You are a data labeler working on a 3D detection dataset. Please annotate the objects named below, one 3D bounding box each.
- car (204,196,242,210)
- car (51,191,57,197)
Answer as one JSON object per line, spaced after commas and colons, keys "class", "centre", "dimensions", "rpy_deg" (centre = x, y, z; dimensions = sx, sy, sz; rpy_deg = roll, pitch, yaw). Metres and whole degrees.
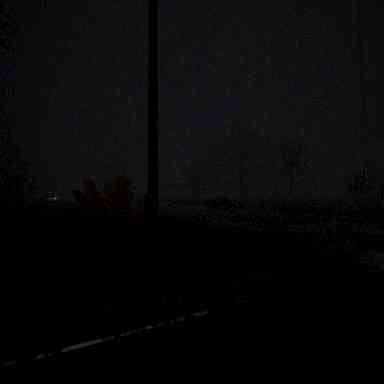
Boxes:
{"class": "car", "centre": [3.344, 1.143, 36.797], "dimensions": [1.882, 1.535, 5.008], "rpy_deg": [-1, 1, -35]}
{"class": "car", "centre": [-34.410, 0.551, 81.604], "dimensions": [1.812, 1.442, 4.674], "rpy_deg": [-1, 1, -28]}
